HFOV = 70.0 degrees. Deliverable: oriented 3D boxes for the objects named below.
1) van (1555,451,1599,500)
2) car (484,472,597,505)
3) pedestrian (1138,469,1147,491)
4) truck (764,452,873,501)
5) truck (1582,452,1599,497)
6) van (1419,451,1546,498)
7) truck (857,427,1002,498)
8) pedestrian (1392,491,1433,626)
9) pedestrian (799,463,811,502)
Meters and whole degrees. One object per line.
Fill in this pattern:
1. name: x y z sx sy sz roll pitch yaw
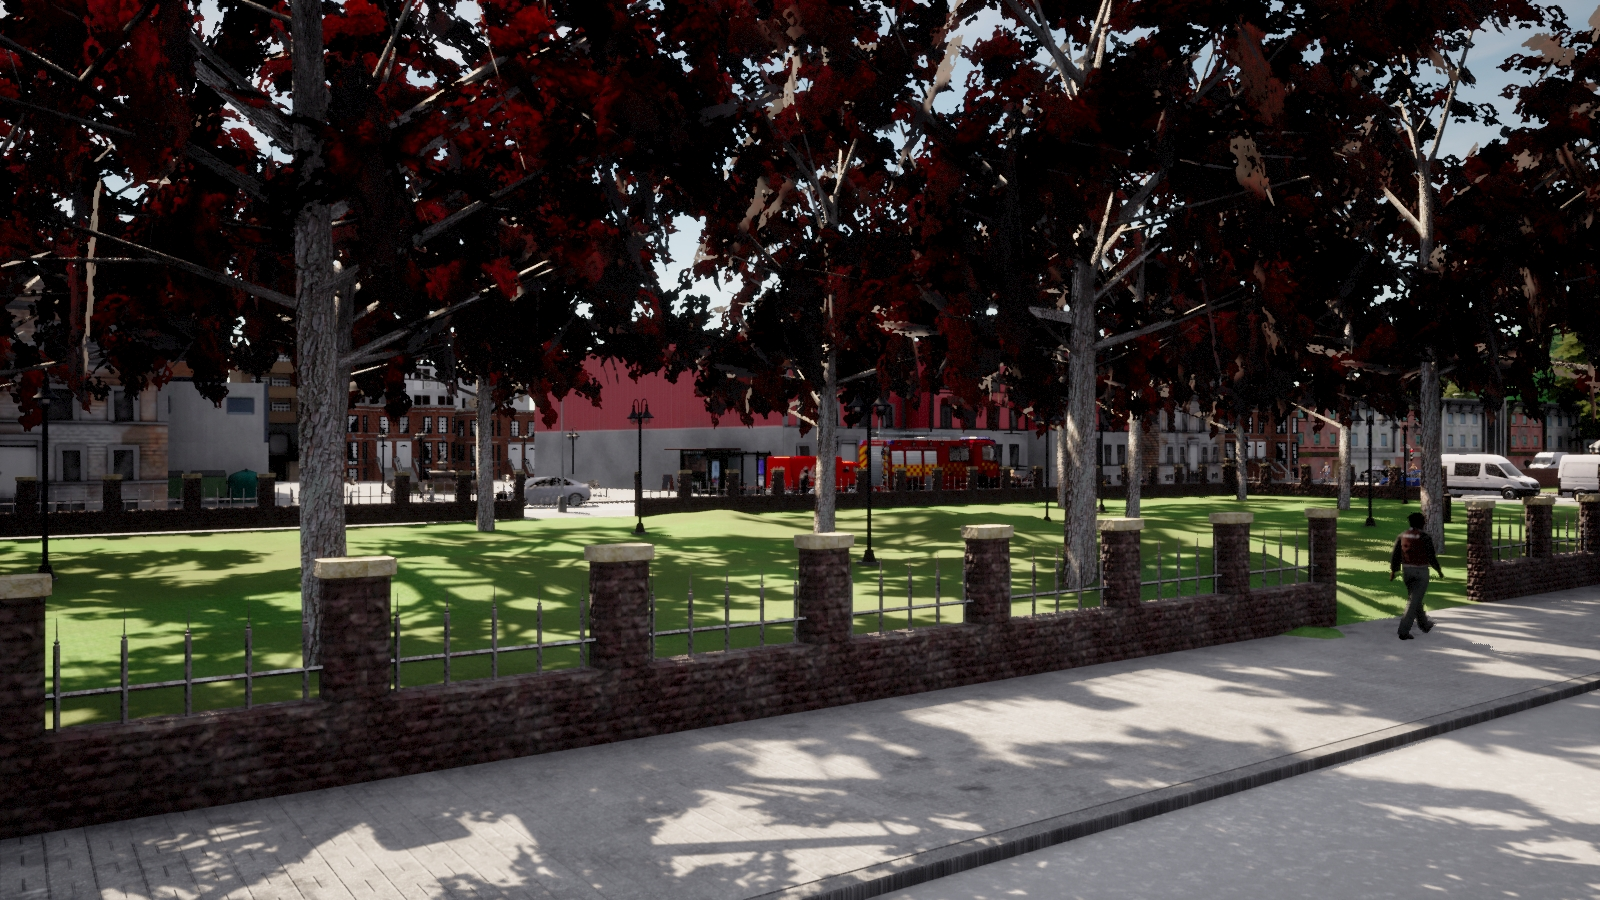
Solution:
1. van: 42.801 1.314 59.145 1.988 2.561 5.915 0 0 -34
2. car: -12.625 1.841 55.715 4.892 1.480 2.231 0 0 -35
3. pedestrian: 20.394 1.804 68.039 0.375 1.300 0.375 0 0 -35
4. truck: 0.982 1.348 60.339 5.204 2.467 2.627 0 0 -35
5. truck: 45.831 1.360 61.761 2.627 2.467 5.204 0 1 -35
6. van: 38.735 1.314 65.046 1.988 2.561 5.915 0 0 -34
7. truck: 7.473 0.671 65.186 8.468 3.827 2.891 0 0 -35
8. pedestrian: 8.674 1.525 16.182 0.375 1.860 0.375 0 0 -29
9. pedestrian: 0.235 1.524 53.965 0.375 1.860 0.375 0 0 -35
